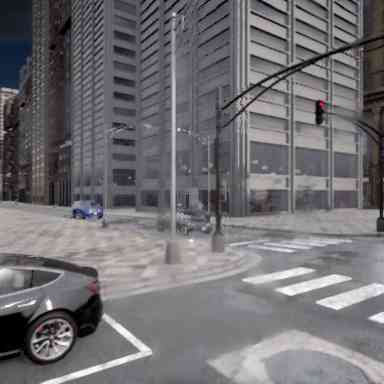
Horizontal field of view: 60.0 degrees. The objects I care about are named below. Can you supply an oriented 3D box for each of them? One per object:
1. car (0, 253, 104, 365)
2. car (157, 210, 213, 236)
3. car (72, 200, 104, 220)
[{"bbox_3d":[-3.317,1.566,4.282,4.313,1.339,1.947,0,0,-36],"label":"car"},{"bbox_3d":[-0.596,1.880,21.077,1.812,1.442,4.674,0,-1,-34],"label":"car"},{"bbox_3d":[-11.574,1.957,36.640,2.150,2.045,5.566,0,-1,-35],"label":"car"}]
